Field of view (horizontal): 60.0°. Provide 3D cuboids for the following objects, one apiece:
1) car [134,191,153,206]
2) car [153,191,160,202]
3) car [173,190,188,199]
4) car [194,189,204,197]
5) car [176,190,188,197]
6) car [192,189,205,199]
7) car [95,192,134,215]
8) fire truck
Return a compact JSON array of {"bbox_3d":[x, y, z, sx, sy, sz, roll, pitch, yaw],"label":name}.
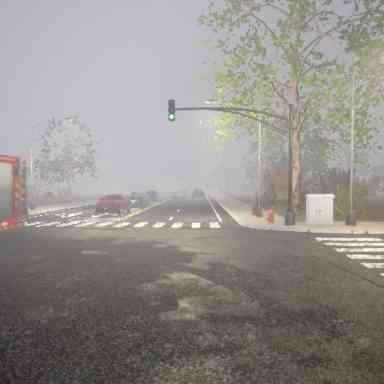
[{"bbox_3d":[-5.985,0.755,36.568,2.128,1.511,4.902,0,1,2],"label":"car"},{"bbox_3d":[-5.708,0.576,47.006,1.837,1.490,4.892,0,1,2],"label":"car"},{"bbox_3d":[-2.143,0.518,55.695,1.895,1.301,4.718,0,1,2],"label":"car"},{"bbox_3d":[1.370,0.214,65.574,1.882,1.535,5.008,0,1,2],"label":"car"},{"bbox_3d":[-1.879,0.276,65.661,2.033,1.411,5.357,0,1,2],"label":"car"},{"bbox_3d":[1.104,0.279,55.511,2.097,1.767,4.553,0,1,2],"label":"car"},{"bbox_3d":[-6.247,0.919,26.722,1.882,1.535,5.008,0,1,1],"label":"car"},{"bbox_3d":[-11.381,-0.050,13.288,8.468,3.827,2.891,0,2,4],"label":"fire truck"}]
